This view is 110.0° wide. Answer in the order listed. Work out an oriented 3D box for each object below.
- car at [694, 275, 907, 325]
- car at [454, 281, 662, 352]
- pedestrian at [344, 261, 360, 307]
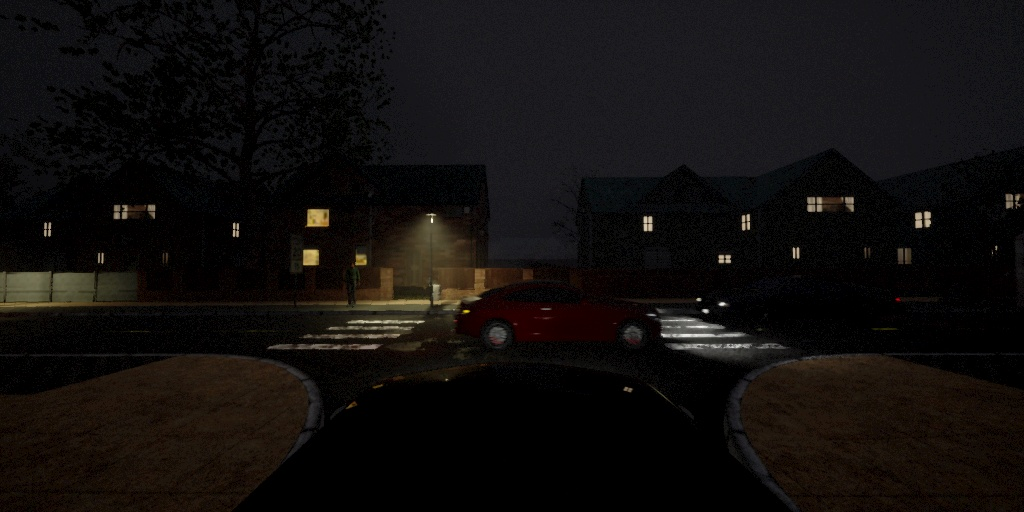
[{"bbox_3d":[8.701,1.305,11.106,5.357,1.411,2.033,0,-1,2],"label":"car"},{"bbox_3d":[1.006,1.301,8.377,4.674,1.442,1.812,-1,-1,2],"label":"car"},{"bbox_3d":[-6.467,1.113,14.482,0.375,1.860,0.375,0,-1,2],"label":"pedestrian"}]
